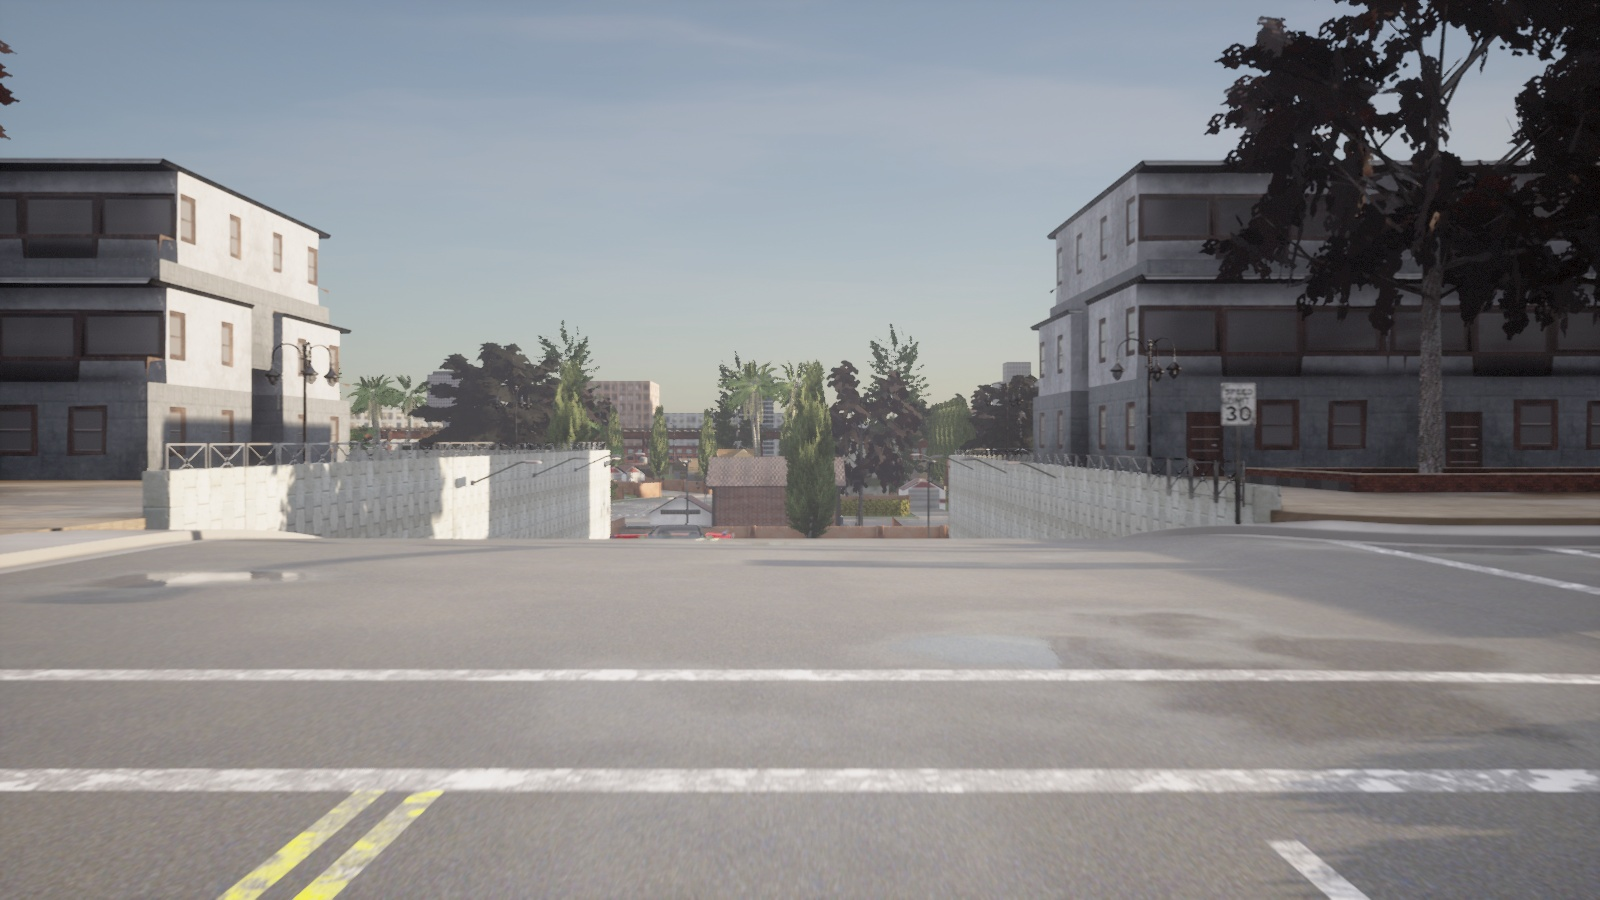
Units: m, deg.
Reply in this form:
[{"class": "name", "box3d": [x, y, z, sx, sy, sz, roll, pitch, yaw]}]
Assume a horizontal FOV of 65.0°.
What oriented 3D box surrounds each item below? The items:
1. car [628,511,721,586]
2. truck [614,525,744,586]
[{"class": "car", "box3d": [-3.295, 2.710, 33.851, 2.007, 1.525, 4.514, 0, -11, 0]}, {"class": "truck", "box3d": [-8.086, 7.095, 84.720, 8.468, 3.827, 2.891, 0, 0, 0]}]
